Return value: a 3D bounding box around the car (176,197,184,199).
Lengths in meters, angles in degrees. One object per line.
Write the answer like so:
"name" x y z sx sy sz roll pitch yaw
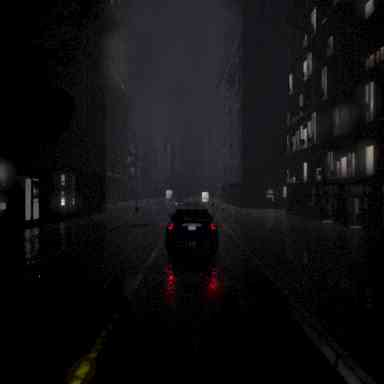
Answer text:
"car" -2.750 1.740 76.717 1.895 1.301 4.718 0 0 0

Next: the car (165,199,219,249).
"car" 0.000 1.376 14.621 2.097 1.767 4.553 0 0 0

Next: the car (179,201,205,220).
"car" 0.000 1.598 29.651 2.033 1.411 5.357 0 0 0
